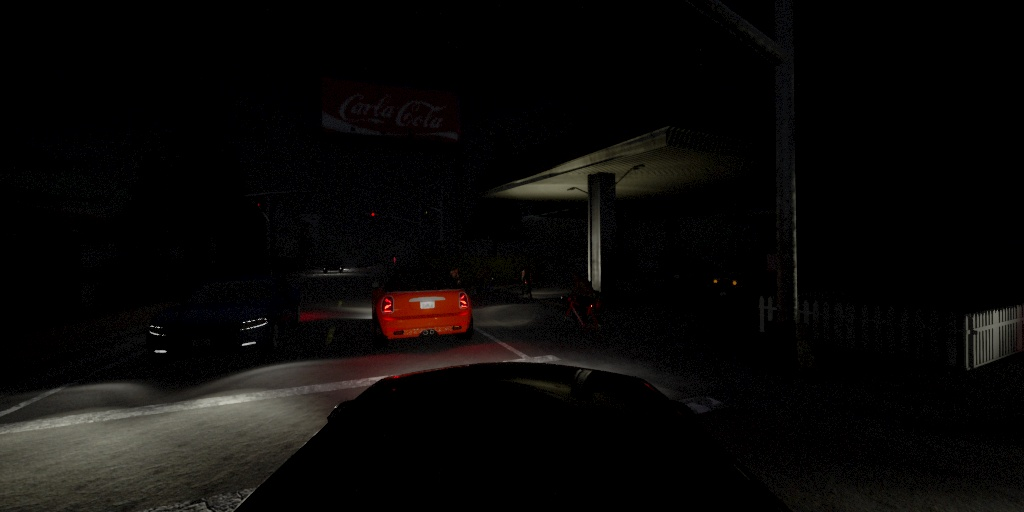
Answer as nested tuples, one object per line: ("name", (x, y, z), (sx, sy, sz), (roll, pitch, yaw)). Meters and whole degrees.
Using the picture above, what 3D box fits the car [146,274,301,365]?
("car", (-6.274, 1.210, 8.381), (1.882, 1.535, 5.008), (0, 0, -23))

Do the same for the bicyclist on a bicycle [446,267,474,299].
("bicyclist on a bicycle", (-2.660, 1.310, 16.386), (1.656, 1.620, 0.582), (1, 0, 37))

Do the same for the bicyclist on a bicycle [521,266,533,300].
("bicyclist on a bicycle", (0.753, 1.326, 17.890), (0.582, 1.620, 1.656), (-1, 0, 16))

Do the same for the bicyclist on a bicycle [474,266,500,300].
("bicyclist on a bicycle", (-1.356, 1.336, 17.770), (1.656, 1.620, 0.582), (0, 0, -21))

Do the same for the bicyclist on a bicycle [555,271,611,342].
("bicyclist on a bicycle", (1.687, 1.198, 8.683), (0.582, 1.620, 1.656), (3, -2, -43))

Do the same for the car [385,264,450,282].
("car", (-8.464, 1.484, 32.064), (5.357, 1.411, 2.033), (0, 0, -24))

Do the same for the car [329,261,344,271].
("car", (-27.714, 1.527, 56.681), (1.812, 1.442, 4.674), (0, 0, -23))

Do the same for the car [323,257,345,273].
("car", (-23.808, 1.173, 47.775), (2.150, 2.045, 5.566), (0, 0, -25))

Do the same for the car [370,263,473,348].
("car", (-2.563, 1.052, 9.459), (2.097, 1.767, 4.553), (0, 0, -22))
